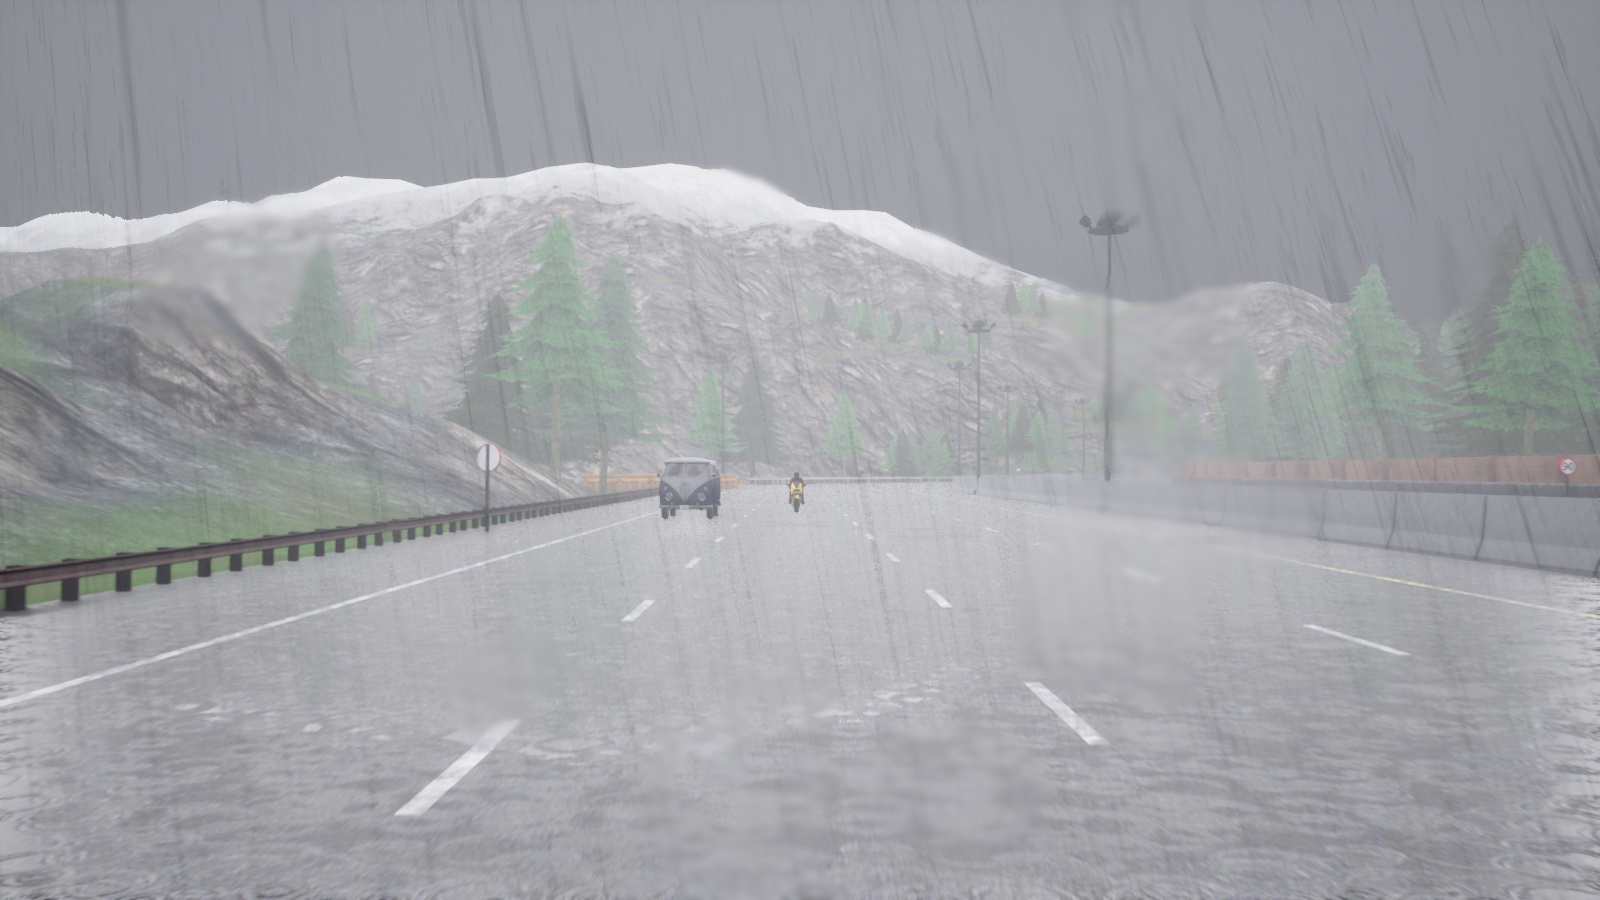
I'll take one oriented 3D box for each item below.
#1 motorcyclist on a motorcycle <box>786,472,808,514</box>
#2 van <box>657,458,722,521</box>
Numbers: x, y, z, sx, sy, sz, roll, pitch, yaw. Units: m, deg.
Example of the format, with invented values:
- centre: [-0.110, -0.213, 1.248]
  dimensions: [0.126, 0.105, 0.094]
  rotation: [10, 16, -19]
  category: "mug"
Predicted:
- centre: [-0.114, 1.585, 47.069]
  dimensions: [0.797, 1.523, 2.044]
  rotation: [0, -1, 0]
  category: "motorcyclist on a motorcycle"
- centre: [-3.602, 1.278, 41.566]
  dimensions: [1.775, 1.987, 4.442]
  rotation: [0, -1, 0]
  category: "van"
